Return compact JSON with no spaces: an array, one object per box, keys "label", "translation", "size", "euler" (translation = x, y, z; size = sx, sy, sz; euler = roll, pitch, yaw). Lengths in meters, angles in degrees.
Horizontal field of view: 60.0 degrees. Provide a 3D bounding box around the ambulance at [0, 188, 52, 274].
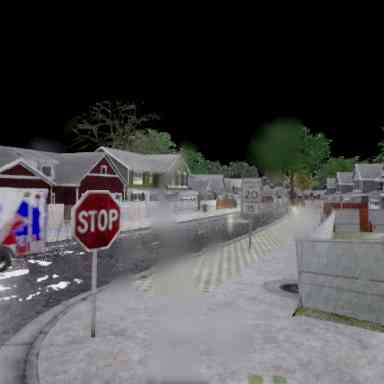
[{"label":"ambulance","translation":[-6.986,1.055,8.627],"size":[2.351,2.431,6.366],"euler":[2,0,27]}]
